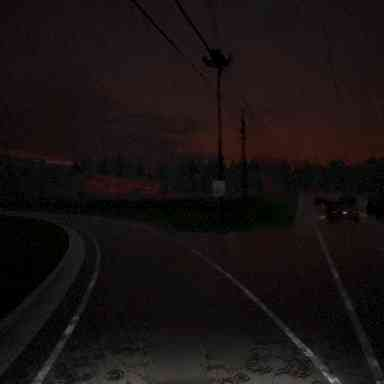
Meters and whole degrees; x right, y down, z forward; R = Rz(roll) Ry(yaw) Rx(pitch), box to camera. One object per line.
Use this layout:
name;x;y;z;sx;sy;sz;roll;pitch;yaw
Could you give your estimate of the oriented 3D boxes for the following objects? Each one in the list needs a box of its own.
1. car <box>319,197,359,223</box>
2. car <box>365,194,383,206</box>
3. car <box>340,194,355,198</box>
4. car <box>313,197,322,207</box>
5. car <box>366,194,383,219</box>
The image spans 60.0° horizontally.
car;10.413;1.342;23.384;2.033;1.411;5.357;-1;0;18
car;24.209;1.013;43.381;2.128;1.511;4.902;-1;0;18
car;21.386;1.053;46.029;1.882;1.535;5.008;-1;0;18
car;16.959;1.263;43.690;1.895;1.301;4.718;-1;0;18
car;14.716;1.063;25.335;2.097;1.767;4.553;-1;0;18
